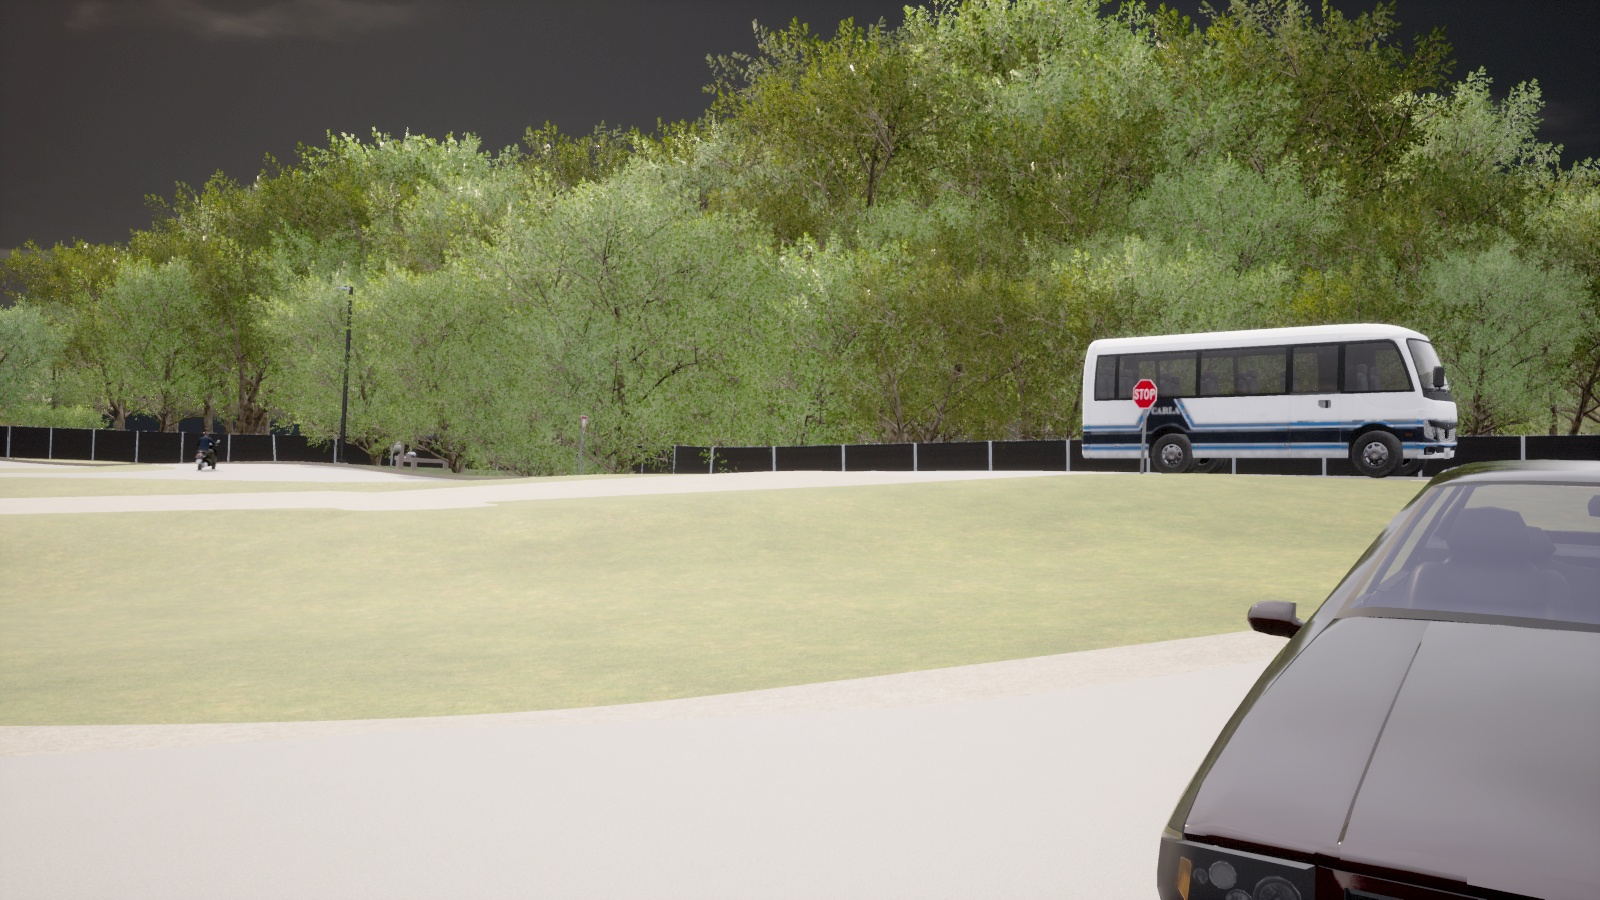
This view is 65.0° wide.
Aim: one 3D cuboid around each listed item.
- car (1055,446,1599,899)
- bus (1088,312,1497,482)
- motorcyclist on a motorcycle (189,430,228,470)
[{"bbox_3d":[2.823,0.751,4.234,2.033,1.411,5.357,2,2,33],"label":"car"},{"bbox_3d":[13.964,-1.336,36.280,10.273,4.253,3.944,0,0,39],"label":"bus"},{"bbox_3d":[-24.151,0.006,51.296,0.866,1.590,1.817,0,0,-5],"label":"motorcyclist on a motorcycle"}]
